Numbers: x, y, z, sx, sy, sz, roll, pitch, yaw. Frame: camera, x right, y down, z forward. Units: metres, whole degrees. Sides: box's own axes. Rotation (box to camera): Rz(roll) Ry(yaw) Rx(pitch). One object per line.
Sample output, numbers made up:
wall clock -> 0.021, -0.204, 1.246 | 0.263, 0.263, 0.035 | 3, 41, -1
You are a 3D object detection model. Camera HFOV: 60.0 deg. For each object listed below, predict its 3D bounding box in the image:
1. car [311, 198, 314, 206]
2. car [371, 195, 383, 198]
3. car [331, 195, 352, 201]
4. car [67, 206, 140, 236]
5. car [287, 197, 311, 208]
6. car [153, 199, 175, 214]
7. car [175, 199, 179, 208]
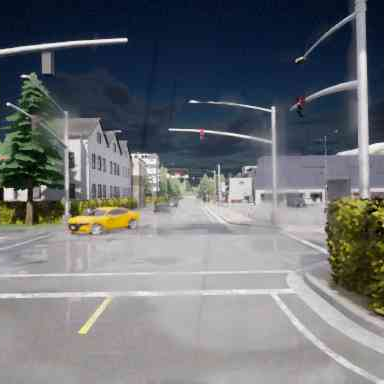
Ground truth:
car -> 19.075, 1.573, 56.206 | 1.970, 1.475, 3.806 | -1, -1, 0
car -> 19.120, 1.183, 31.280 | 1.905, 1.878, 3.866 | -1, -1, 0
car -> 25.489, 1.398, 56.545 | 2.152, 1.636, 5.027 | -1, -1, 0
car -> -5.326, 1.696, 20.669 | 1.882, 1.535, 5.008 | 0, 1, 31
car -> 15.429, 1.629, 49.148 | 2.007, 1.523, 4.514 | -1, -1, 0
car -> -3.593, 1.902, 40.693 | 2.033, 1.411, 5.357 | -1, -1, 0
car -> -3.486, 2.037, 60.489 | 2.128, 1.511, 4.902 | -1, -1, 0
